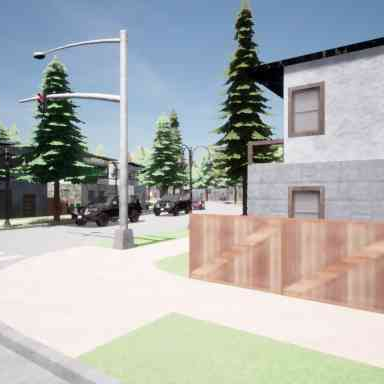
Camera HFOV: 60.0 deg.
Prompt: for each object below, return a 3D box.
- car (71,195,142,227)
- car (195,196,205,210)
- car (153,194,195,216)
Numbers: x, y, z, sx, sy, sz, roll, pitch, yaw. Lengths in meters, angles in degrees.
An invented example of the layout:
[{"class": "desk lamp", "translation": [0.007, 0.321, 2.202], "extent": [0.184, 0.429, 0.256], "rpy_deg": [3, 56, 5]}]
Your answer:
[{"class": "car", "translation": [-5.715, 1.202, 23.130], "extent": [2.150, 2.045, 5.566], "rpy_deg": [0, 0, 27]}, {"class": "car", "translation": [0.419, 1.333, 42.111], "extent": [2.097, 1.767, 4.553], "rpy_deg": [0, 0, 9]}, {"class": "car", "translation": [-1.830, 1.202, 32.509], "extent": [2.150, 2.045, 5.566], "rpy_deg": [0, 0, 18]}]
